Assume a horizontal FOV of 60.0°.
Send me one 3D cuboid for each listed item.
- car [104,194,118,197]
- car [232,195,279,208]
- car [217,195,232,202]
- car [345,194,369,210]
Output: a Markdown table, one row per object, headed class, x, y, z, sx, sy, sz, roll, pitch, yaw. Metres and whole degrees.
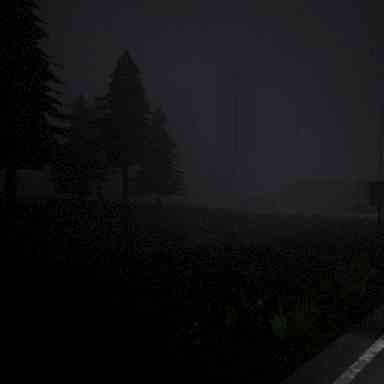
| class | x | y | z | sx | sy | sz | roll | pitch | yaw |
| --- | --- | --- | --- | --- | --- | --- | --- | --- | --- |
| car | -17.938 | 1.157 | 71.916 | 4.181 | 1.381 | 1.994 | 0 | 0 | -45 |
| car | 7.382 | 1.292 | 37.820 | 1.882 | 1.535 | 5.008 | 0 | 0 | -44 |
| car | 5.335 | 1.263 | 48.503 | 3.988 | 1.617 | 1.851 | 0 | 0 | -45 |
| car | 18.729 | 1.231 | 38.018 | 1.905 | 1.878 | 3.866 | 0 | 0 | 15 |
